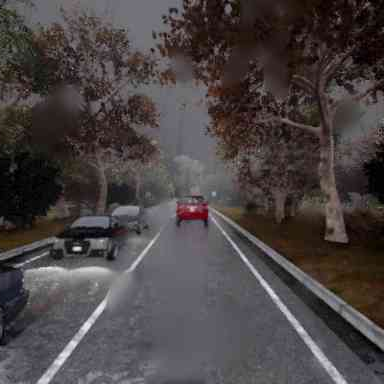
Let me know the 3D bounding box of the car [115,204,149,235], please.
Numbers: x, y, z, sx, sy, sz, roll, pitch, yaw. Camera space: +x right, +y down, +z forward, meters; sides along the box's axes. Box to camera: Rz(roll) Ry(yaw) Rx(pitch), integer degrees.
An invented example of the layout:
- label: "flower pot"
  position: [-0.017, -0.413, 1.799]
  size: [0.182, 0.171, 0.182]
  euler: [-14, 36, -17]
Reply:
- label: "car"
  position: [-3.558, 1.478, 18.783]
  size: [1.837, 1.490, 4.892]
  euler: [0, 0, 0]

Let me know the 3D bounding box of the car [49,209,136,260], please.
- label: "car"
  position: [-3.498, 1.534, 12.123]
  size: [1.994, 1.385, 4.181]
  euler: [0, 0, 0]

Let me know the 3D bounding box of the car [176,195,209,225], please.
- label: "car"
  position: [0.033, 1.219, 23.816]
  size: [2.150, 2.045, 5.566]
  euler: [0, 0, 1]

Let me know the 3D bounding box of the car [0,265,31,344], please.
- label: "car"
  position: [-3.599, 1.540, 3.188]
  size: [2.033, 1.411, 5.357]
  euler: [0, 0, 0]

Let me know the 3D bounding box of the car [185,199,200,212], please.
- label: "car"
  position: [0.093, 1.729, 43.707]
  size: [1.837, 1.490, 4.892]
  euler: [0, -1, 0]
